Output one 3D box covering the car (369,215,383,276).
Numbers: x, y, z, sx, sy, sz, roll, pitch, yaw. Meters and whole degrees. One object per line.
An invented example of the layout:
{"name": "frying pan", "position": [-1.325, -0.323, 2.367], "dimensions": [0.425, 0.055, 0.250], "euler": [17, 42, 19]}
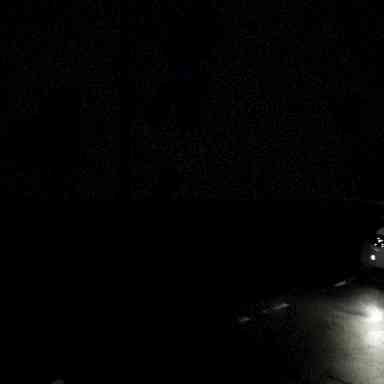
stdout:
{"name": "car", "position": [7.112, 1.251, 9.637], "dimensions": [5.566, 2.045, 2.150], "euler": [0, 0, -44]}
